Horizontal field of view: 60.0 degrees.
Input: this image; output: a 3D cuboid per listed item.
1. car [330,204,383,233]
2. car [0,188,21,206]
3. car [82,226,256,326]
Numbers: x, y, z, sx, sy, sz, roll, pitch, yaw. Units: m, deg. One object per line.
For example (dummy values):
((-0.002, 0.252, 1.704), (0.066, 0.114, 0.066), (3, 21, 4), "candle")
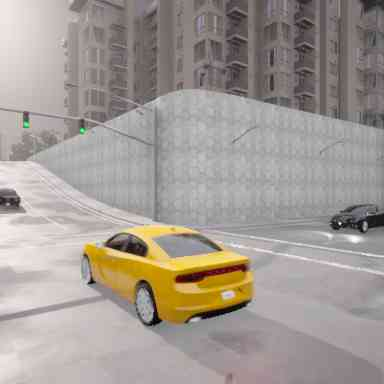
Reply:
((10.192, 1.503, 19.868), (4.892, 1.490, 1.837), (0, 0, -36), "car")
((-15.948, 0.335, 28.263), (1.895, 1.301, 4.718), (0, 8, -36), "car")
((-0.867, 1.480, 7.279), (1.882, 1.535, 5.008), (0, 0, -36), "car")
